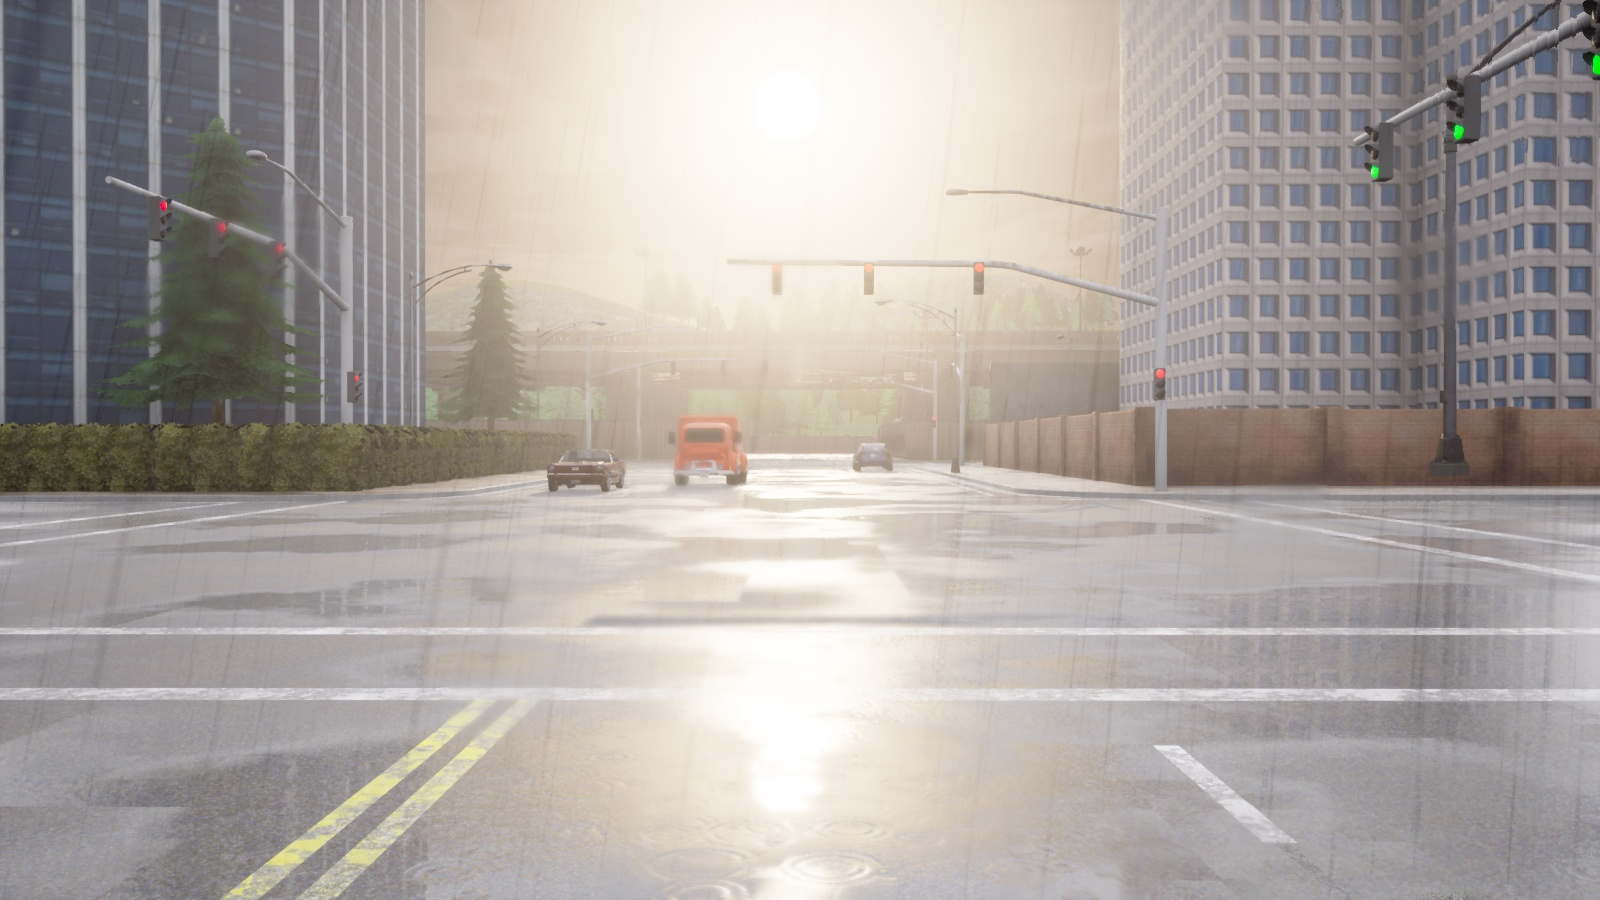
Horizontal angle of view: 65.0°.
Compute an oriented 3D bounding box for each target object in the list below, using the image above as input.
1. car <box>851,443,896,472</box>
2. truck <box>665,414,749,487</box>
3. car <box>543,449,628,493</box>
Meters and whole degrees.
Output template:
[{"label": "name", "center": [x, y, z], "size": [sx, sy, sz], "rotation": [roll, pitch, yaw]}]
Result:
[{"label": "car", "center": [3.876, 0.370, 67.134], "size": [2.163, 1.488, 4.792], "rotation": [0, 0, 0]}, {"label": "truck", "center": [-3.242, 0.001, 45.005], "size": [2.627, 2.467, 5.204], "rotation": [0, 0, 0]}, {"label": "car", "center": [-6.769, 0.615, 40.157], "size": [1.895, 1.301, 4.718], "rotation": [0, 0, 0]}]
